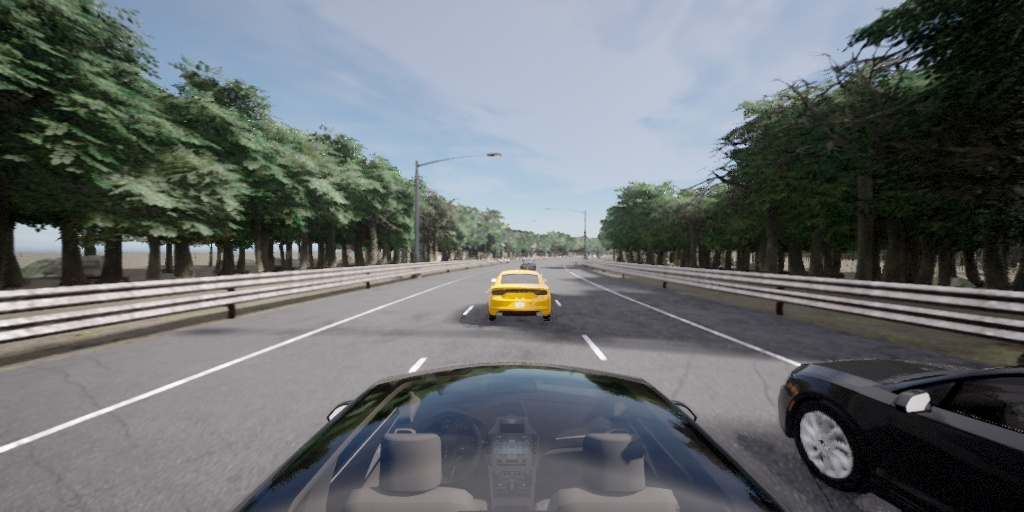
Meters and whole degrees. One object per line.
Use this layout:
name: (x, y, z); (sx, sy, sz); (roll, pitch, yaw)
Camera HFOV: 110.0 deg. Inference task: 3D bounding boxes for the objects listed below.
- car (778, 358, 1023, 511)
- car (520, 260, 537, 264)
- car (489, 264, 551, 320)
car: (3.627, 1.258, 1.660); (1.837, 1.490, 4.892); (0, 0, 0)
car: (2.031, 1.236, 44.180); (2.128, 1.511, 4.902); (0, 0, 5)
car: (0.267, 1.229, 12.672); (1.882, 1.535, 5.008); (0, 0, 1)
